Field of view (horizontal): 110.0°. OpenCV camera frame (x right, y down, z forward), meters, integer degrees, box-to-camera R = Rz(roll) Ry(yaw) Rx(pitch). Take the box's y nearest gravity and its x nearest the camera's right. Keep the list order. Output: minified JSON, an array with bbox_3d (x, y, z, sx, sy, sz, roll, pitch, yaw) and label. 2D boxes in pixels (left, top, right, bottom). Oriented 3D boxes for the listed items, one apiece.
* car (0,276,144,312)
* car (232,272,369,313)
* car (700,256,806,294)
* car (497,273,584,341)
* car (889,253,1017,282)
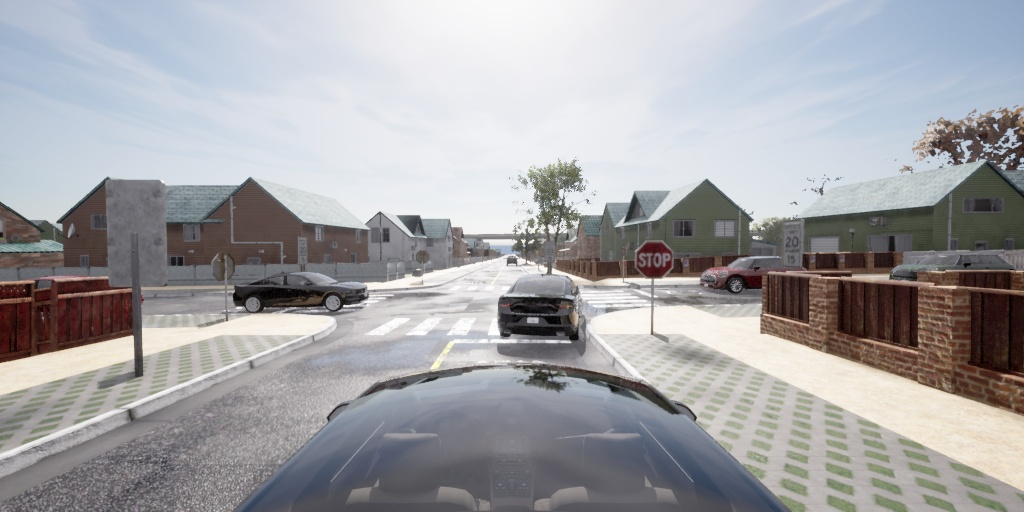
[{"bbox_3d":[-18.020,1.547,14.543,5.008,1.535,1.882,-1,2,0],"label":"car"},{"bbox_3d":[-8.467,1.377,14.604,5.008,1.535,1.882,-1,2,0],"label":"car"},{"bbox_3d":[11.808,0.821,17.686,4.553,1.767,2.097,-1,2,0],"label":"car"},{"bbox_3d":[0.958,1.225,10.077,1.882,1.535,5.008,0,0,12],"label":"car"},{"bbox_3d":[21.703,0.646,17.756,4.553,1.767,2.097,-1,2,0],"label":"car"}]
